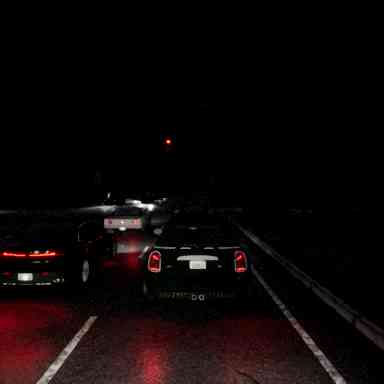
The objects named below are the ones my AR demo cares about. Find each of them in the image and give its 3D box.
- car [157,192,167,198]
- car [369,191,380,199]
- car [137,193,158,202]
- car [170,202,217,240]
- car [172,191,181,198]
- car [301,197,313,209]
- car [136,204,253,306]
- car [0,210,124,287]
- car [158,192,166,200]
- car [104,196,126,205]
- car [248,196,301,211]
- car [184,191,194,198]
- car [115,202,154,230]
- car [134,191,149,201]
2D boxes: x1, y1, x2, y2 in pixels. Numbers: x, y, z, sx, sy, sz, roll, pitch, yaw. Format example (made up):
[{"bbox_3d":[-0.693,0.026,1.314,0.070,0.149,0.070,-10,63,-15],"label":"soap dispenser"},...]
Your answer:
[{"bbox_3d":[-7.350,0.794,81.965,2.033,1.411,5.357,0,1,-2],"label":"car"},{"bbox_3d":[22.862,0.921,39.812,5.566,2.045,2.150,0,1,-4],"label":"car"},{"bbox_3d":[-7.108,1.186,53.003,1.895,1.301,4.718,0,1,0],"label":"car"},{"bbox_3d":[0.089,1.388,17.348,2.128,1.511,4.902,0,0,1],"label":"car"},{"bbox_3d":[-4.014,0.692,85.661,1.837,1.490,4.892,0,1,-4],"label":"car"},{"bbox_3d":[12.191,1.306,39.206,4.718,1.301,1.895,0,1,-3],"label":"car"},{"bbox_3d":[0.101,1.323,8.152,2.097,1.767,4.553,0,0,0],"label":"car"},{"bbox_3d":[-3.400,1.468,9.210,1.837,1.490,4.892,0,0,0],"label":"car"},{"bbox_3d":[-7.050,0.970,69.276,2.033,1.411,5.357,0,1,-1],"label":"car"},{"bbox_3d":[-11.058,1.231,47.839,1.895,1.301,4.718,0,0,7],"label":"car"},{"bbox_3d":[8.490,1.217,35.328,5.008,1.535,1.882,0,1,1],"label":"car"},{"bbox_3d":[-0.539,0.707,86.157,1.812,1.442,4.674,0,1,-4],"label":"car"},{"bbox_3d":[-3.405,1.487,18.530,1.895,1.301,4.718,0,1,0],"label":"car"},{"bbox_3d":[-10.554,0.938,67.319,2.128,1.511,4.902,0,1,0],"label":"car"}]
